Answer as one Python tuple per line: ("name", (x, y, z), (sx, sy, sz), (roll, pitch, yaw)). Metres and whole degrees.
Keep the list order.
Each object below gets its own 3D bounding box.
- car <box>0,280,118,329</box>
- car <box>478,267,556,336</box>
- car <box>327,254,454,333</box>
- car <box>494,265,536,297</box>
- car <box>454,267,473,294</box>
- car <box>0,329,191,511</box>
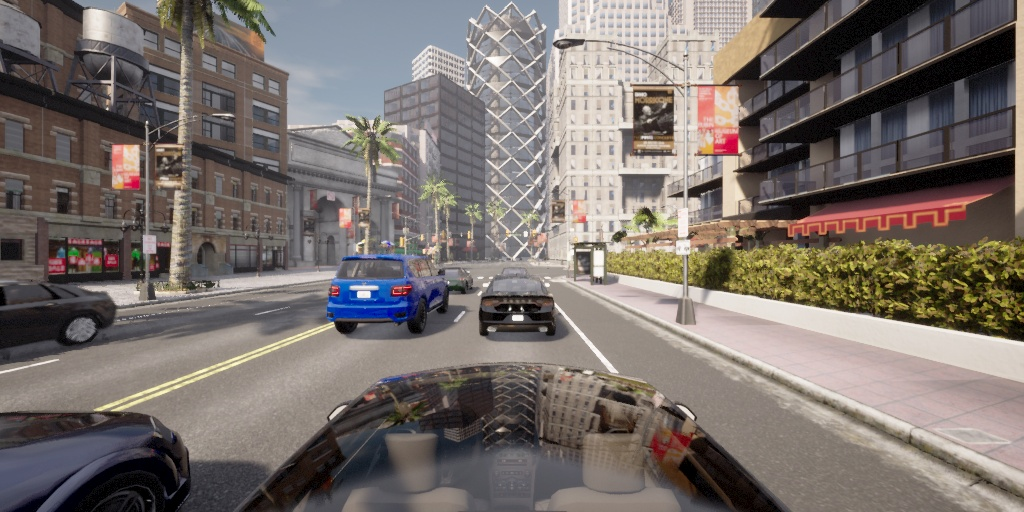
("car", (-10.576, 1.254, 6.670), (1.837, 1.490, 4.892), (0, 0, 0))
("car", (0.131, 1.228, 10.471), (1.882, 1.535, 5.008), (0, 0, 0))
("car", (-3.376, 0.971, 10.876), (2.150, 2.045, 5.566), (0, 0, 0))
("car", (0.144, 1.297, 20.061), (2.033, 1.411, 5.357), (0, 0, 0))
("car", (-3.350, 1.314, 20.235), (1.994, 1.385, 4.181), (0, 0, 0))
("car", (-3.341, 1.314, 0.867), (1.994, 1.385, 4.181), (0, 0, 0))
